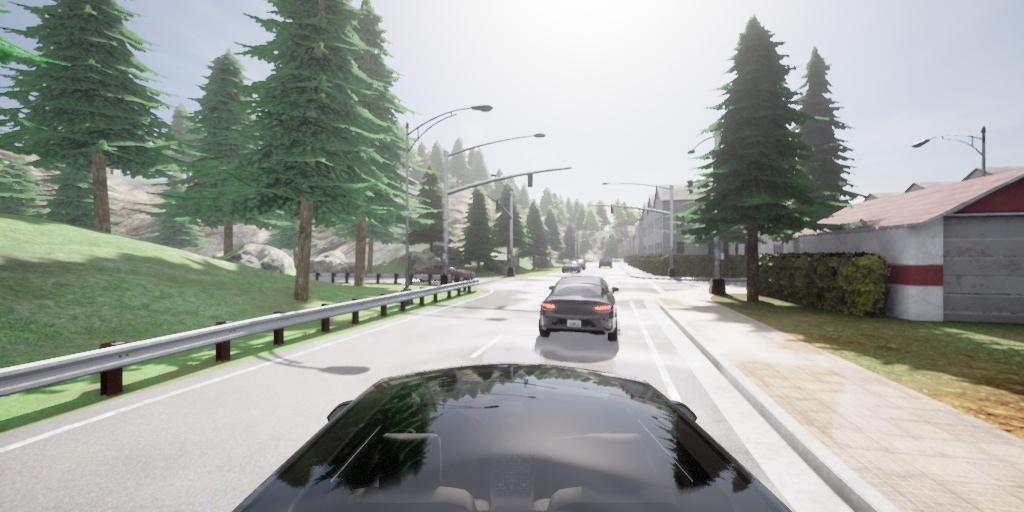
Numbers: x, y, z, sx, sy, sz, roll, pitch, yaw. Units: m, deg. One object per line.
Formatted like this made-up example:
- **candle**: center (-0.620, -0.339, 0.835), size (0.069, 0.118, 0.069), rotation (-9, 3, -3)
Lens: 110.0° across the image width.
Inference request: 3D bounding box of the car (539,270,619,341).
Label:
- **car**: center (1.922, 1.275, 9.878), size (1.812, 1.442, 4.674), rotation (0, 0, 15)

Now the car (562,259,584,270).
- **car**: center (7.197, 1.309, 43.169), size (1.994, 1.385, 4.181), rotation (0, 0, 15)

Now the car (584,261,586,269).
- **car**: center (9.867, 1.235, 52.863), size (2.128, 1.511, 4.902), rotation (0, 0, 15)

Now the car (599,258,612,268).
- **car**: center (15.646, 1.095, 59.995), size (2.097, 1.767, 4.553), rotation (0, 0, 15)

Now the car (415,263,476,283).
- **car**: center (-5.077, 1.288, 27.201), size (4.674, 1.442, 1.812), rotation (0, 0, 15)
